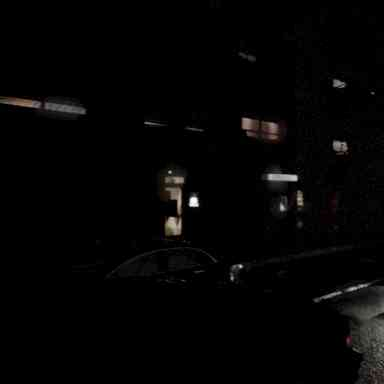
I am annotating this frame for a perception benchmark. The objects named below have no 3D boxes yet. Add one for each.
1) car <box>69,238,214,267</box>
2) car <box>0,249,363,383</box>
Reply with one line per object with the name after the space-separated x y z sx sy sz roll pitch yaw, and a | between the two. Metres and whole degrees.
-1.006 1.555 5.847 4.403 1.369 2.008 0 0 -35 | car
-0.803 1.549 2.768 5.357 1.411 2.033 0 0 -33 | car
